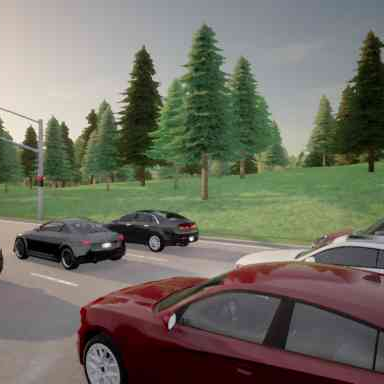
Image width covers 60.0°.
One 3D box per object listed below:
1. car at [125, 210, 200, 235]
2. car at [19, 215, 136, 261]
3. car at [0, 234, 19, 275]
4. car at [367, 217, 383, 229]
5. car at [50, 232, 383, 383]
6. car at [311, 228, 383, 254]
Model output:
[{"bbox_3d":[-1.984,1.505,13.890,4.892,1.490,1.837,0,0,36],"label":"car"},{"bbox_3d":[-4.163,1.564,11.143,4.181,1.385,1.994,0,0,36],"label":"car"},{"bbox_3d":[-6.628,1.526,8.615,4.674,1.442,1.812,0,0,36],"label":"car"},{"bbox_3d":[5.491,1.352,8.671,4.553,1.767,2.097,0,0,36],"label":"car"},{"bbox_3d":[0.888,1.478,3.357,5.008,1.535,1.882,0,0,36],"label":"car"},{"bbox_3d":[3.013,1.526,6.138,4.674,1.442,1.812,0,0,35],"label":"car"}]
